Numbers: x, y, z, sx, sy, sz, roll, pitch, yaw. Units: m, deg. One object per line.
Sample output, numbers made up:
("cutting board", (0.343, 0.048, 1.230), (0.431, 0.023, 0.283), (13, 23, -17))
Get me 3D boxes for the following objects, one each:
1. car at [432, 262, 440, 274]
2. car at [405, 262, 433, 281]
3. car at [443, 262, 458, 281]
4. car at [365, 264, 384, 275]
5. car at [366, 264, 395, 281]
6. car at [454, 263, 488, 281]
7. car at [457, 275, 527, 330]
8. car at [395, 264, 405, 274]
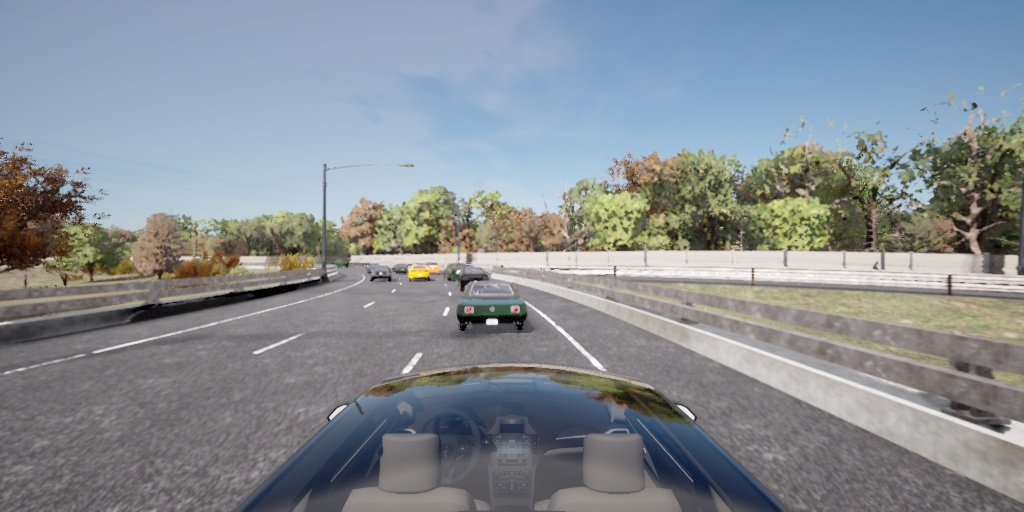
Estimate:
("car", (-11.531, 1.642, 50.263), (2.097, 1.767, 4.553), (0, -1, -25))
("car", (-9.291, 1.606, 35.566), (1.882, 1.535, 5.008), (0, 0, -18))
("car", (-5.614, 1.476, 35.480), (2.097, 1.767, 4.553), (0, -1, -17))
("car", (-19.075, 1.857, 49.732), (1.994, 1.385, 4.181), (0, -1, -27))
("car", (-12.668, 1.671, 34.818), (2.033, 1.411, 5.357), (0, -1, -19))
("car", (-2.716, 1.477, 24.383), (1.882, 1.535, 5.008), (0, -1, -12))
("car", (-0.707, 1.459, 11.600), (1.895, 1.301, 4.718), (0, -1, -5))
("car", (-16.205, 1.877, 51.814), (1.994, 1.385, 4.181), (0, -1, -27))
